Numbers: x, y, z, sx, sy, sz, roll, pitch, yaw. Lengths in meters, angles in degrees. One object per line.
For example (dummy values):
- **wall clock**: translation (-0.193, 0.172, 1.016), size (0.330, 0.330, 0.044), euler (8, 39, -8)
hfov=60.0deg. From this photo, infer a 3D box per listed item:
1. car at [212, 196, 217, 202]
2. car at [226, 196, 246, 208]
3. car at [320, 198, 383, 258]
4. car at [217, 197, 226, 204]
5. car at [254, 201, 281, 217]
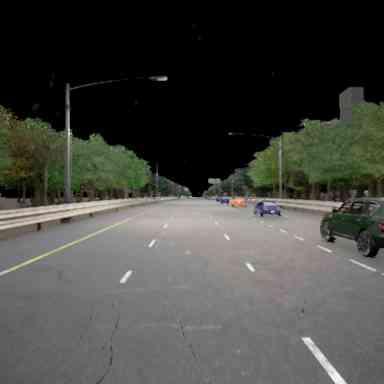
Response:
- **car**: translation (7.326, 2.090, 90.621), size (1.837, 1.490, 4.892), euler (0, -1, 0)
- **car**: translation (7.082, 1.483, 52.088), size (2.097, 1.767, 4.553), euler (0, 0, 0)
- **car**: translation (7.001, 1.229, 12.999), size (2.150, 2.045, 5.566), euler (0, 0, 0)
- **car**: translation (7.199, 1.841, 73.627), size (1.882, 1.535, 5.008), euler (0, -1, 0)
- **car**: translation (7.017, 1.552, 31.187), size (1.812, 1.442, 4.674), euler (0, 0, 0)
